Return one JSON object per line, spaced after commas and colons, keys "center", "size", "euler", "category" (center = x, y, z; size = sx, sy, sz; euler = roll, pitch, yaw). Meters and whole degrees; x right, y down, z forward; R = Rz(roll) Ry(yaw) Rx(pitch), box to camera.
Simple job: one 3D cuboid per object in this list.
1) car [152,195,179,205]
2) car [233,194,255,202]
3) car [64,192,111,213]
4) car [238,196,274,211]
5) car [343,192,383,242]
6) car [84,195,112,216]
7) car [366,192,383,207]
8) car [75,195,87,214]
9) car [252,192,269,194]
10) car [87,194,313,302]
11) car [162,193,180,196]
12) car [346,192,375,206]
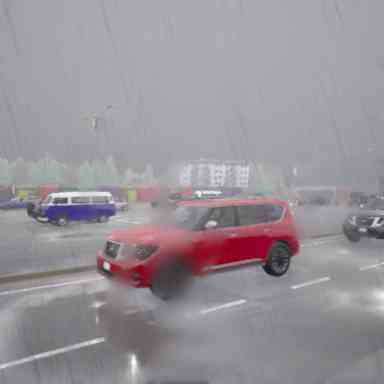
{"center": [-4.230, 1.235, 53.727], "size": [3.905, 1.438, 1.784], "euler": [0, 0, -35], "category": "car"}
{"center": [9.999, 1.182, 63.857], "size": [3.806, 1.475, 1.970], "euler": [0, 0, -35], "category": "car"}
{"center": [-11.671, 1.096, 38.081], "size": [4.605, 1.855, 1.932], "euler": [0, 0, -35], "category": "car"}
{"center": [7.253, 1.264, 37.604], "size": [3.806, 1.475, 1.970], "euler": [0, 0, -35], "category": "car"}
{"center": [9.052, 1.145, 14.777], "size": [5.566, 2.045, 2.150], "euler": [0, 0, -35], "category": "car"}
{"center": [-8.400, 1.337, 33.562], "size": [3.806, 1.475, 1.970], "euler": [0, 0, -35], "category": "car"}
{"center": [24.690, 0.937, 43.120], "size": [4.605, 1.855, 1.932], "euler": [0, 0, -35], "category": "car"}
{"center": [-10.076, 1.306, 35.923], "size": [3.905, 1.438, 1.784], "euler": [0, 0, -35], "category": "car"}
{"center": [11.666, 0.942, 61.489], "size": [3.866, 1.878, 1.905], "euler": [0, 0, -35], "category": "car"}
{"center": [0.453, 1.196, 8.625], "size": [5.566, 2.045, 2.150], "euler": [0, 0, -36], "category": "car"}
{"center": [-2.606, 1.024, 51.327], "size": [4.605, 1.855, 1.932], "euler": [0, 0, -35], "category": "car"}
{"center": [23.059, 0.940, 45.512], "size": [3.866, 1.878, 1.905], "euler": [0, 0, -35], "category": "car"}
